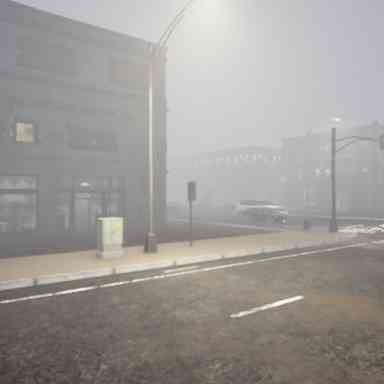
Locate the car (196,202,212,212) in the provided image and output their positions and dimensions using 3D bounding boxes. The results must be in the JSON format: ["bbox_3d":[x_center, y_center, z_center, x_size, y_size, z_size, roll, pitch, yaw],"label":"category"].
[{"bbox_3d":[1.837,2.203,49.216,1.802,1.307,4.206,-1,0,-35],"label":"car"}]

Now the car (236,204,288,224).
[{"bbox_3d":[6.158,1.984,28.469,1.947,1.339,4.313,-1,0,-35],"label":"car"}]

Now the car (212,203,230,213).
[{"bbox_3d":[5.044,2.141,44.706,1.802,1.307,4.206,-1,0,-35],"label":"car"}]

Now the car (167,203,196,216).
[{"bbox_3d":[-1.787,2.016,39.847,1.967,1.590,4.097,-1,0,-35],"label":"car"}]

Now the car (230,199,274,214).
[{"bbox_3d":[6.621,1.668,32.510,2.150,2.045,5.566,0,-1,-35],"label":"car"}]
